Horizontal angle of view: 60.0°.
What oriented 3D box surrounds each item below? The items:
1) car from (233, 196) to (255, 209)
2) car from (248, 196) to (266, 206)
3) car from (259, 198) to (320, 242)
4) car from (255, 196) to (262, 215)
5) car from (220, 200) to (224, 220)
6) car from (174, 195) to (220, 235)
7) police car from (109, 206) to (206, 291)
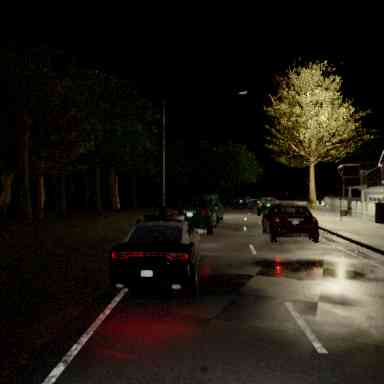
[{"bbox_3d":[6.970,1.330,44.813,2.097,1.767,4.553,0,0,19],"label":"car"},{"bbox_3d":[11.256,1.513,57.146,2.128,1.511,4.902,0,0,23],"label":"car"},{"bbox_3d":[4.723,1.343,16.465,2.097,1.767,4.553,0,0,6],"label":"car"},{"bbox_3d":[7.731,1.334,33.553,2.097,1.767,4.553,0,0,13],"label":"car"},{"bbox_3d":[1.122,1.214,24.951,2.150,2.045,5.566,0,0,10],"label":"car"},{"bbox_3d":[0.236,1.216,19.044,2.150,2.045,5.566,0,0,7],"label":"car"},{"bbox_3d":[-0.732,1.421,9.218,1.930,1.638,5.238,0,0,4],"label":"police car"}]
